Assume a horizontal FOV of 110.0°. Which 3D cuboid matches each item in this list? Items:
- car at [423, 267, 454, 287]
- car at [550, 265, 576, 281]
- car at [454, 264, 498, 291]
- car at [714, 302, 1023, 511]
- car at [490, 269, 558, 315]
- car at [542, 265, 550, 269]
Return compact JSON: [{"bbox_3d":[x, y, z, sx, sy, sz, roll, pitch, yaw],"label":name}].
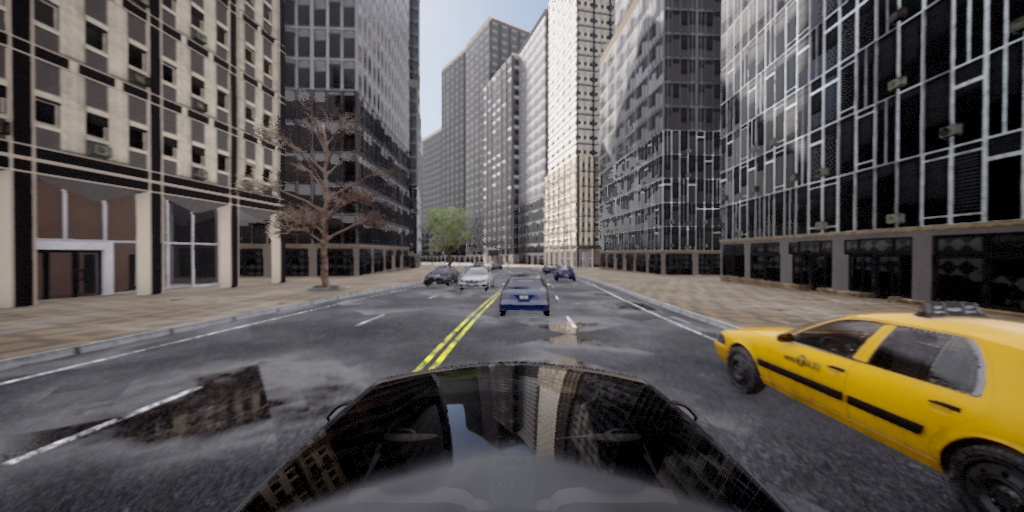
[{"bbox_3d":[-5.242,1.543,27.674,2.033,1.411,5.357,0,-1,3],"label":"car"},{"bbox_3d":[4.989,1.615,34.601,1.812,1.442,4.674,0,-1,2],"label":"car"},{"bbox_3d":[-2.264,1.492,23.962,1.812,1.442,4.674,0,-1,4],"label":"car"},{"bbox_3d":[4.233,1.234,3.754,1.801,1.575,5.366,0,-1,1],"label":"car"},{"bbox_3d":[0.543,1.426,14.251,2.033,1.411,5.357,0,-1,3],"label":"car"},{"bbox_3d":[4.985,1.812,47.403,1.895,1.301,4.718,0,-1,0],"label":"car"}]
